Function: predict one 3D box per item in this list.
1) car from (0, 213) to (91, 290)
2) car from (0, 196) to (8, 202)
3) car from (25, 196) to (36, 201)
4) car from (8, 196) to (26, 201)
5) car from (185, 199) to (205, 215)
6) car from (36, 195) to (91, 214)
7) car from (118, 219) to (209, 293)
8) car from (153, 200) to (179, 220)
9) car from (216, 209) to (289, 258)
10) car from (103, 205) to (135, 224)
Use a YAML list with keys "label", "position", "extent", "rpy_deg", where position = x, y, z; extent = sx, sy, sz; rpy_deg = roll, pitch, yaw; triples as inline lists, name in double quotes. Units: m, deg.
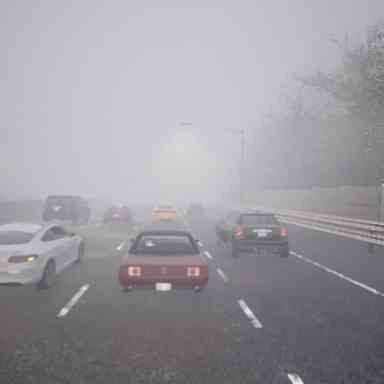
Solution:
- label: "car"
  position: [-4.237, 1.503, 8.848]
  extent: [1.812, 1.442, 4.674]
  rpy_deg: [1, -1, -4]
- label: "car"
  position: [-28.650, 1.294, 49.582]
  extent: [1.812, 1.442, 4.674]
  rpy_deg: [1, 0, -4]
- label: "car"
  position: [-21.488, 1.520, 47.570]
  extent: [1.895, 1.301, 4.718]
  rpy_deg: [1, -1, -4]
- label: "car"
  position: [-25.198, 1.348, 50.270]
  extent: [2.128, 1.511, 4.902]
  rpy_deg: [1, 0, -4]
- label: "car"
  position: [0.355, 1.856, 38.392]
  extent: [1.837, 1.490, 4.892]
  rpy_deg: [1, -1, -4]
- label: "car"
  position: [-8.949, 1.224, 24.140]
  extent: [2.150, 2.045, 5.566]
  rpy_deg: [1, -1, -4]
- label: "car"
  position: [-0.742, 1.663, 9.010]
  extent: [1.895, 1.301, 4.718]
  rpy_deg: [1, -1, -5]
- label: "car"
  position: [-2.151, 1.667, 26.963]
  extent: [1.882, 1.535, 5.008]
  rpy_deg: [1, -1, -5]
- label: "car"
  position: [2.297, 1.528, 13.765]
  extent: [2.097, 1.767, 4.553]
  rpy_deg: [1, -1, -4]
- label: "car"
  position: [-5.571, 1.662, 25.794]
  extent: [1.994, 1.385, 4.181]
  rpy_deg: [1, -1, -5]
